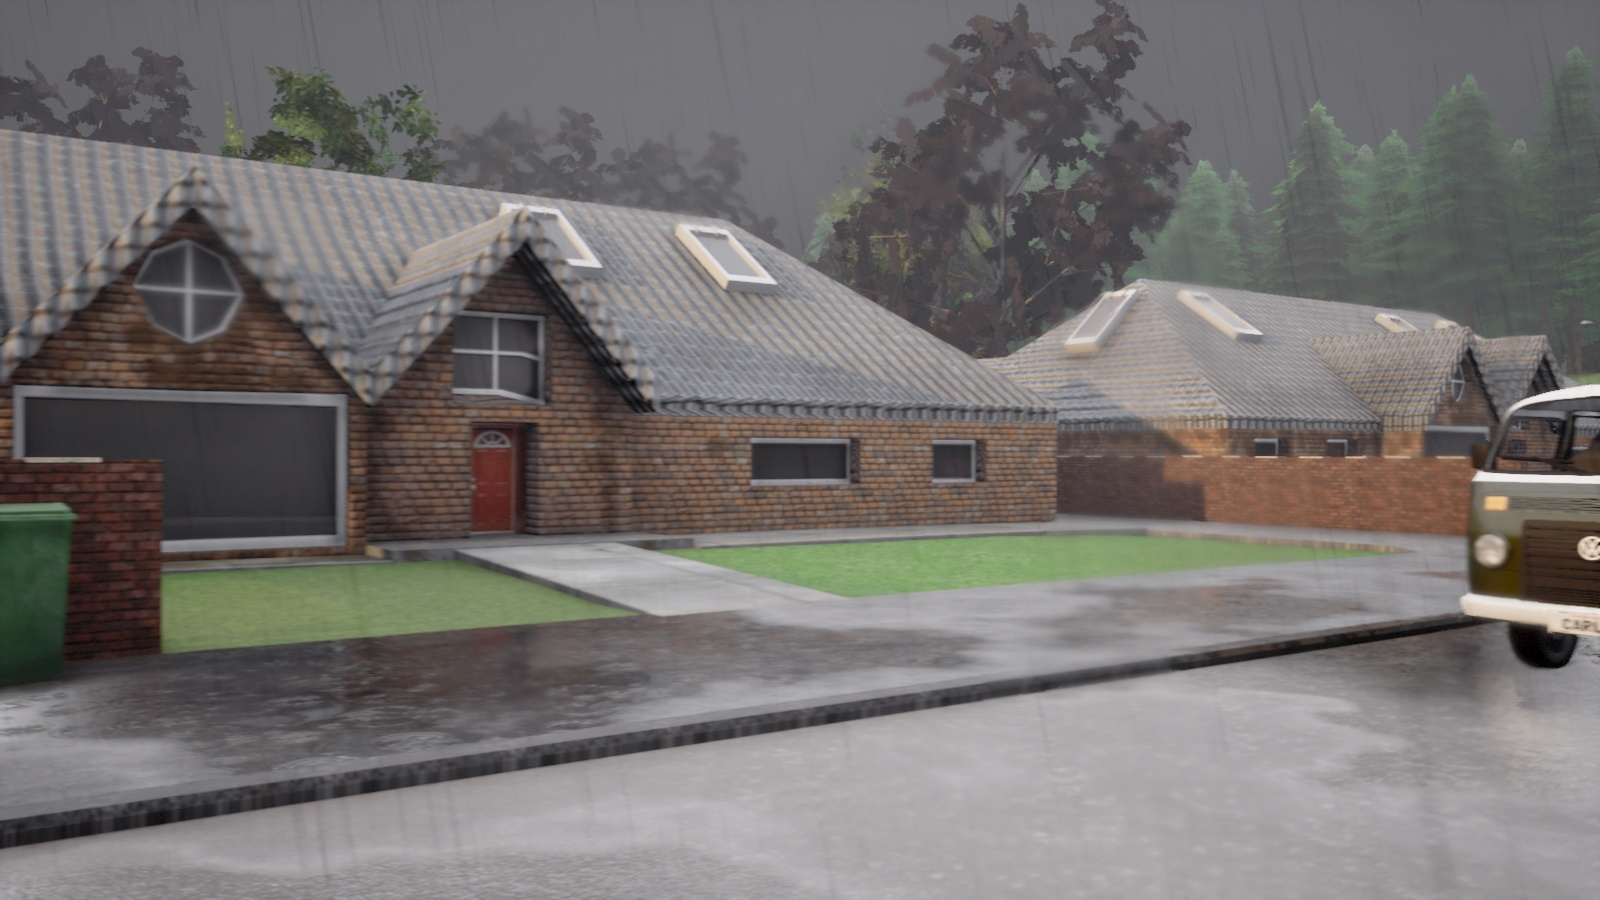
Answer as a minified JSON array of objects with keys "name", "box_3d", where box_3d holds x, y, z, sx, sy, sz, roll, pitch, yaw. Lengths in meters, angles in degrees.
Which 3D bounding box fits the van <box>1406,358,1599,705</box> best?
[{"name":"van","box_3d":[6.457,0.476,8.762,4.480,2.038,2.069,0,0,-35]}]
